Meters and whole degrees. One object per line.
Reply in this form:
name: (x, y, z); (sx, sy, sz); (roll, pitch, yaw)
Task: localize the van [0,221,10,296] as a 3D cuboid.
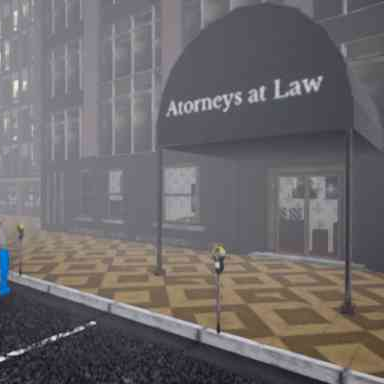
van: (-5.326, 1.306, 6.697); (3.998, 1.788, 1.690); (0, 0, 36)
